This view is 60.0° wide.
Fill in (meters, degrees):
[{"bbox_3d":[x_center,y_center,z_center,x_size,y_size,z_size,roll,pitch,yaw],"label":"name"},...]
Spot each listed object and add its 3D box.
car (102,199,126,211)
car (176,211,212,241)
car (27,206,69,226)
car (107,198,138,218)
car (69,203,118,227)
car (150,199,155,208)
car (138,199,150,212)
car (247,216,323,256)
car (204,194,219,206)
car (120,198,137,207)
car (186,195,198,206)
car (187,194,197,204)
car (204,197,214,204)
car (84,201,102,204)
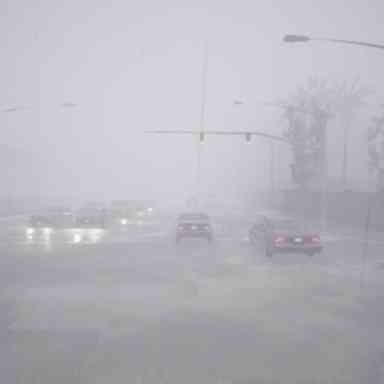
[{"bbox_3d":[-10.513,1.742,45.118,2.033,1.411,5.357,0,0,0],"label":"car"},{"bbox_3d":[0.096,1.733,17.890,2.033,1.411,5.357,0,0,0],"label":"car"},{"bbox_3d":[-10.595,1.759,25.719,2.033,1.411,5.357,0,0,0],"label":"car"},{"bbox_3d":[-7.053,1.574,33.194,2.097,1.767,4.553,0,0,0],"label":"car"},{"bbox_3d":[-7.093,1.773,24.515,1.994,1.385,4.181,0,0,0],"label":"car"},{"bbox_3d":[-7.016,1.749,53.030,1.895,1.301,4.718,0,0,0],"label":"car"},{"bbox_3d":[-7.013,1.712,43.046,1.837,1.490,4.892,0,0,0],"label":"car"},{"bbox_3d":[3.594,1.704,13.766,2.033,1.411,5.357,0,-1,0],"label":"car"},{"bbox_3d":[3.483,1.348,57.087,2.150,2.045,5.566,0,0,0],"label":"car"},{"bbox_3d":[-10.516,1.694,55.101,1.994,1.385,4.181,0,0,0],"label":"car"},{"bbox_3d":[-0.017,1.475,57.225,2.097,1.767,4.553,0,0,0],"label":"car"},{"bbox_3d":[-0.020,1.400,67.340,2.097,1.767,4.553,0,0,0],"label":"car"},{"bbox_3d":[3.480,1.646,67.820,1.895,1.301,4.718,0,0,0],"label":"car"},{"bbox_3d":[-10.532,1.726,35.254,1.837,1.490,4.892,0,0,0],"label":"car"}]
